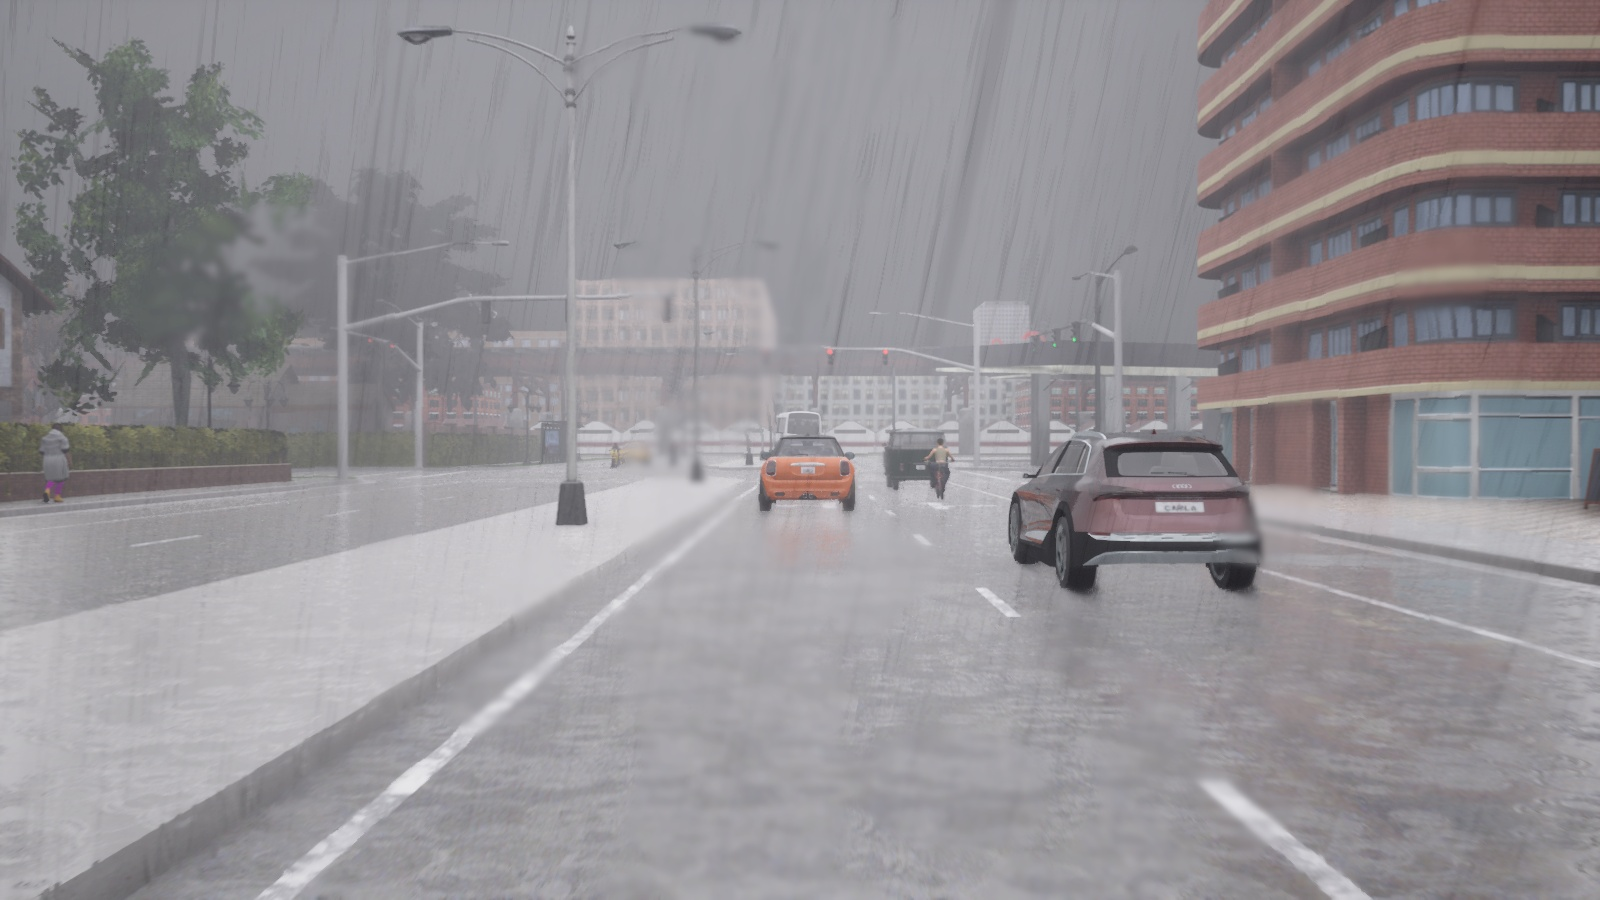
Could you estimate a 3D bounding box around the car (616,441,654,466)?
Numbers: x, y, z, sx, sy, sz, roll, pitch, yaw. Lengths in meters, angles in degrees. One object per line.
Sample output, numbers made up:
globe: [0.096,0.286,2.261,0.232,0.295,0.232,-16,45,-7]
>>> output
car: [-11.008,0.204,83.917,1.801,1.575,5.366,0,0,0]

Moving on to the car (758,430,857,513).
car: [0.179,0.442,28.838,2.097,1.767,4.553,0,0,0]

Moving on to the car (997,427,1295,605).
car: [3.596,0.600,14.107,2.033,1.649,4.856,0,0,0]

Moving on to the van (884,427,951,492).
van: [3.748,0.272,40.796,1.775,1.987,4.442,0,0,0]

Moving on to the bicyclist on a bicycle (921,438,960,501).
bicyclist on a bicycle: [3.705,0.499,33.239,0.866,1.612,1.509,0,0,0]

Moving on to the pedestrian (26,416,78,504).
pedestrian: [-16.869,0.228,28.348,0.659,1.952,0.873,0,0,-1]
